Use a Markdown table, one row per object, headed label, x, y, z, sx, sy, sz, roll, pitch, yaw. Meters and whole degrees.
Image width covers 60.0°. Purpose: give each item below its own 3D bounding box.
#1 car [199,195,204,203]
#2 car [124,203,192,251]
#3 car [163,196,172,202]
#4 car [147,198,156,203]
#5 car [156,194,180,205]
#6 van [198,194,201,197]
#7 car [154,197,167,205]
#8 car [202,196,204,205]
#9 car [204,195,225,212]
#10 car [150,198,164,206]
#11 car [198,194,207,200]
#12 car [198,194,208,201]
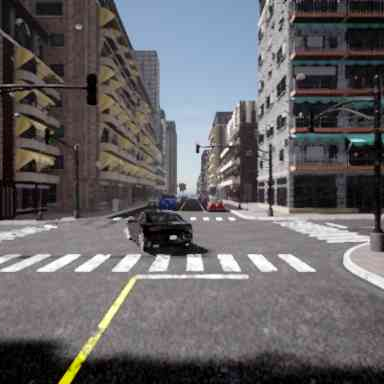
| label | x | y | z | sx | sy | sz | roll | pitch | yaw |
| --- | --- | --- | --- | --- | --- | --- | --- | --- | --- |
| car | 2.704 | 1.605 | 60.309 | 1.802 | 1.307 | 4.206 | 0 | 0 | 0 |
| car | -1.577 | 1.481 | 14.293 | 1.882 | 1.535 | 5.008 | 1 | 0 | -21 |
| car | -5.674 | 1.581 | 76.913 | 1.887 | 1.381 | 4.507 | 0 | 0 | 0 |
| car | -5.680 | 1.568 | 49.243 | 2.008 | 1.369 | 4.403 | 0 | 0 | 0 |
| car | -3.084 | 1.236 | 43.662 | 2.150 | 2.045 | 5.566 | 0 | 0 | 0 |
| van | 2.707 | 1.372 | 71.378 | 1.690 | 1.788 | 3.998 | 0 | 0 | 0 |
| car | -5.677 | 1.589 | 60.312 | 1.947 | 1.339 | 4.313 | 0 | 0 | 0 |
| car | 2.700 | 1.565 | 43.706 | 2.008 | 1.369 | 4.403 | 0 | 0 | 0 |
| car | 2.700 | 1.452 | 38.172 | 1.967 | 1.590 | 4.097 | 0 | 0 | 0 |
| car | -5.678 | 1.602 | 54.777 | 1.802 | 1.307 | 4.206 | 0 | 0 | 0 |
| car | 2.705 | 1.609 | 65.843 | 1.802 | 1.307 | 4.206 | 0 | 0 | 0 |
| car | 2.709 | 1.356 | 82.446 | 2.192 | 1.841 | 5.009 | 0 | 0 | 0 |
